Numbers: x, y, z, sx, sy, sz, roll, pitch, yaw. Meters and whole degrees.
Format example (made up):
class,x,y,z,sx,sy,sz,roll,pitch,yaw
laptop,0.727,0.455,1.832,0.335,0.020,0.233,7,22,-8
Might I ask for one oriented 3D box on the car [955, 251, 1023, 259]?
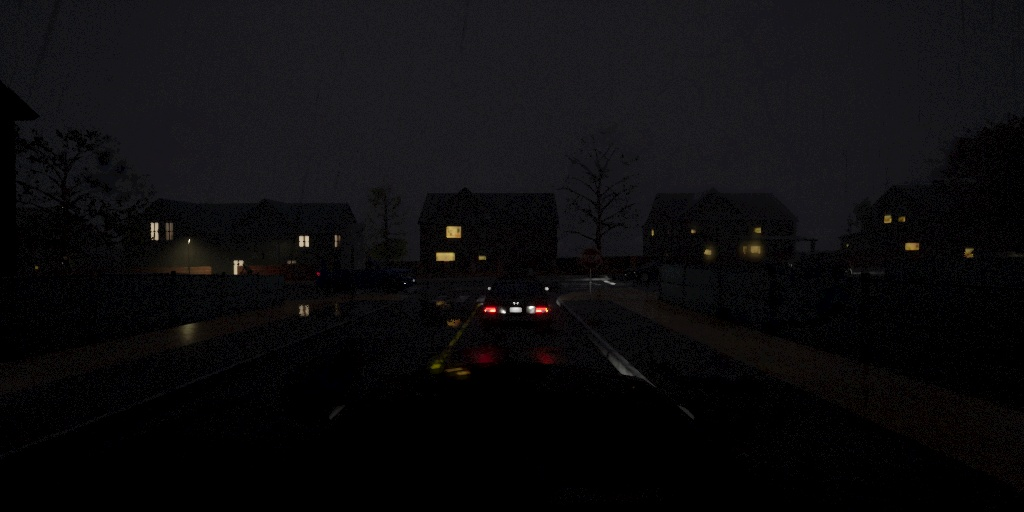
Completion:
class,x,y,z,sx,sy,sz,roll,pitch,yaw
car,31.961,0.427,24.078,4.902,1.511,2.128,-1,1,0

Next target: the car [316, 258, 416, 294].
class,x,y,z,sx,sy,sz,roll,pitch,yaw
car,-8.588,1.151,21.232,5.566,2.045,2.150,-1,1,0

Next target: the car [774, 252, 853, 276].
class,x,y,z,sx,sy,sz,roll,pitch,yaw
car,19.919,0.569,24.119,4.553,1.767,2.097,-1,1,0

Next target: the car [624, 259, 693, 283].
class,x,y,z,sx,sy,sz,roll,pitch,yaw
car,10.065,0.954,24.141,4.892,1.490,1.837,-1,1,0

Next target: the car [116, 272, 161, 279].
class,x,y,z,sx,sy,sz,roll,pitch,yaw
car,-21.228,1.709,21.268,5.008,1.535,1.882,-1,1,0

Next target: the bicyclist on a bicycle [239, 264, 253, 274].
class,x,y,z,sx,sy,sz,roll,pitch,yaw
bicyclist on a bicycle,-20.072,1.419,27.110,0.582,1.620,1.656,-1,1,0

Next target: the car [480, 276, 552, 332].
class,x,y,z,sx,sy,sz,roll,pitch,yaw
car,0.169,1.298,10.842,2.033,1.411,5.357,0,0,2
